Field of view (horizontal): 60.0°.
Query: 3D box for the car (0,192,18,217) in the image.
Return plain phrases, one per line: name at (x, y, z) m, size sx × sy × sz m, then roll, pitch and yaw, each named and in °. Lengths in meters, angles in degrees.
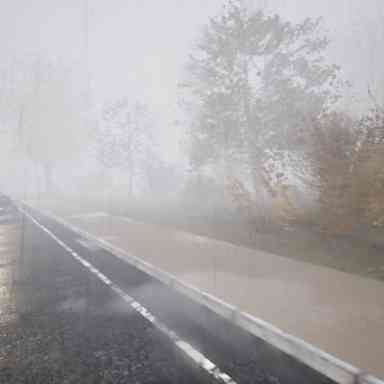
car at (-13.045, 0.977, 22.659) m, size 1.994 × 1.385 × 4.181 m, roll -3°, pitch 3°, yaw -30°
